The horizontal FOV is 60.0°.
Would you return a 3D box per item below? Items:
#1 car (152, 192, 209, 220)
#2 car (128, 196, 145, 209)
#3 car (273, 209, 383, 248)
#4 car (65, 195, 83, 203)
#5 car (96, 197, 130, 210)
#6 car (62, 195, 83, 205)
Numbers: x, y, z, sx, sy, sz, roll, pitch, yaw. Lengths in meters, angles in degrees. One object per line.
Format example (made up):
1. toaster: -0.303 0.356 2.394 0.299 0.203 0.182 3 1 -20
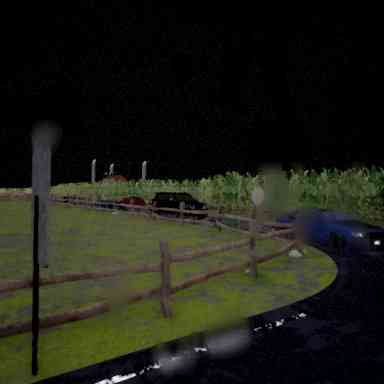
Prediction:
1. car: -1.044 1.044 25.673 2.150 2.045 5.566 1 0 -36
2. car: -7.354 1.253 39.803 1.882 1.535 5.008 1 0 -35
3. car: 5.763 1.451 14.587 2.033 1.411 5.357 1 0 -22
4. car: -21.074 1.240 59.283 1.895 1.301 4.718 1 0 -36
5. car: -9.083 1.337 37.124 1.895 1.301 4.718 1 0 -35
6. car: -18.164 1.170 50.191 2.128 1.511 4.902 1 0 -35
